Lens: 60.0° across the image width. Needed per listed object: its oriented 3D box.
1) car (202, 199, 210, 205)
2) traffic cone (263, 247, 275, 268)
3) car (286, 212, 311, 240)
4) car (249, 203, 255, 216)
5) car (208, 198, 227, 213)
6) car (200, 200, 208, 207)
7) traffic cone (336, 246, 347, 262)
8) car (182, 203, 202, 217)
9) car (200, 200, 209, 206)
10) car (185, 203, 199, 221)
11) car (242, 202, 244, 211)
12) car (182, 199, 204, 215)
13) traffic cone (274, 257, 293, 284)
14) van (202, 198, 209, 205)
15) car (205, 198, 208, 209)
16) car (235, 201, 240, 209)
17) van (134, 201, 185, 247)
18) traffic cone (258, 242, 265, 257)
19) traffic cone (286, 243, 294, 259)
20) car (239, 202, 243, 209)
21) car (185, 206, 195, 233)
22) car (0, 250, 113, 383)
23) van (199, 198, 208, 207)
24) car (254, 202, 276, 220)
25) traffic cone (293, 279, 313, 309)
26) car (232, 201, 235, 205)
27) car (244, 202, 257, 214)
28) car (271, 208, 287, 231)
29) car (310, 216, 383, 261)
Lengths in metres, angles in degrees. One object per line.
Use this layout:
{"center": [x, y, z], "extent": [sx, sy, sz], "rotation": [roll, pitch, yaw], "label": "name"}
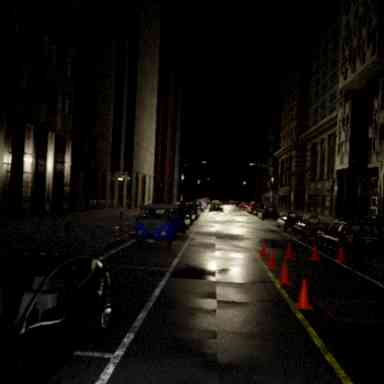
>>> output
{"center": [3.982, 2.786, 94.088], "extent": [1.967, 1.590, 4.097], "rotation": [2, -1, 4], "label": "car"}
{"center": [2.675, 2.221, 11.119], "extent": [0.340, 0.580, 0.340], "rotation": [3, -1, 4], "label": "traffic cone"}
{"center": [7.394, 2.133, 20.579], "extent": [1.752, 1.417, 4.829], "rotation": [3, -1, 4], "label": "car"}
{"center": [8.947, 2.520, 42.897], "extent": [1.947, 1.339, 4.313], "rotation": [3, -1, 4], "label": "car"}
{"center": [3.678, 2.137, 49.900], "extent": [2.097, 1.767, 4.553], "rotation": [3, -1, 4], "label": "car"}
{"center": [2.792, 2.600, 77.051], "extent": [1.752, 1.417, 4.829], "rotation": [3, -1, 4], "label": "car"}
{"center": [5.803, 2.393, 12.903], "extent": [0.340, 0.580, 0.340], "rotation": [3, -1, 4], "label": "traffic cone"}
{"center": [0.062, 2.008, 37.864], "extent": [1.887, 1.381, 4.507], "rotation": [3, -1, 4], "label": "car"}
{"center": [3.194, 2.717, 82.842], "extent": [2.008, 1.369, 4.403], "rotation": [3, -1, 4], "label": "car"}
{"center": [-0.723, 1.855, 26.618], "extent": [1.947, 1.339, 4.313], "rotation": [3, -1, 4], "label": "car"}
{"center": [9.732, 2.674, 54.142], "extent": [1.887, 1.381, 4.507], "rotation": [3, -1, 4], "label": "car"}
{"center": [-0.320, 1.692, 32.243], "extent": [2.192, 1.841, 5.009], "rotation": [3, -1, 4], "label": "car"}
{"center": [2.536, 2.190, 9.124], "extent": [0.340, 0.580, 0.340], "rotation": [3, -1, 4], "label": "traffic cone"}
{"center": [3.595, 2.597, 88.467], "extent": [1.690, 1.788, 3.998], "rotation": [2, -1, 4], "label": "van"}
{"center": [0.850, 2.079, 49.110], "extent": [1.967, 1.590, 4.097], "rotation": [3, -1, 4], "label": "car"}
{"center": [10.911, 2.832, 71.008], "extent": [1.967, 1.590, 4.097], "rotation": [3, -1, 4], "label": "car"}
{"center": [-1.496, 1.456, 15.376], "extent": [1.690, 1.788, 3.998], "rotation": [3, -1, 4], "label": "van"}
{"center": [2.814, 2.251, 13.114], "extent": [0.340, 0.580, 0.340], "rotation": [3, -1, 4], "label": "traffic cone"}
{"center": [3.810, 2.299, 13.043], "extent": [0.340, 0.580, 0.340], "rotation": [3, -1, 4], "label": "traffic cone"}
{"center": [10.122, 2.782, 59.763], "extent": [1.947, 1.339, 4.313], "rotation": [3, -1, 4], "label": "car"}
{"center": [-1.114, 1.768, 20.996], "extent": [1.947, 1.339, 4.313], "rotation": [3, -1, 4], "label": "car"}
{"center": [-2.290, 1.506, 4.129], "extent": [1.947, 1.339, 4.313], "rotation": [3, -1, 4], "label": "car"}
{"center": [2.421, 2.330, 71.600], "extent": [1.690, 1.788, 3.998], "rotation": [3, -1, 4], "label": "van"}
{"center": [8.561, 2.307, 37.276], "extent": [1.967, 1.590, 4.097], "rotation": [3, -1, 4], "label": "car"}
{"center": [2.397, 2.159, 7.129], "extent": [0.340, 0.580, 0.340], "rotation": [3, -1, 4], "label": "traffic cone"}
{"center": [11.689, 3.135, 82.251], "extent": [1.947, 1.339, 4.313], "rotation": [2, -1, 4], "label": "car"}
{"center": [9.350, 2.357, 48.523], "extent": [2.192, 1.841, 5.009], "rotation": [3, -1, 4], "label": "car"}
{"center": [7.773, 2.243, 26.031], "extent": [2.008, 1.369, 4.403], "rotation": [3, -1, 4], "label": "car"}
{"center": [6.995, 1.958, 14.789], "extent": [1.967, 1.590, 4.097], "rotation": [3, -1, 4], "label": "car"}
